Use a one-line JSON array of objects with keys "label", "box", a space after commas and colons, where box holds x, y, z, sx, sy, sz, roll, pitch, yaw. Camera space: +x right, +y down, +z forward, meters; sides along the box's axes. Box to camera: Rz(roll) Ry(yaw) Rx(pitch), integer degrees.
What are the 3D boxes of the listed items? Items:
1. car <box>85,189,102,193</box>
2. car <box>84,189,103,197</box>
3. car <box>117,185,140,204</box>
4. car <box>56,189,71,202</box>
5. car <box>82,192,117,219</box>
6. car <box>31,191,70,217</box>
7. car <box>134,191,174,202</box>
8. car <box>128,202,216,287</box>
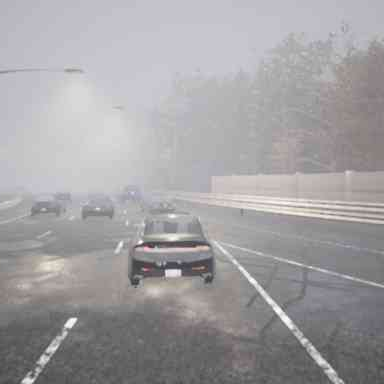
[{"label": "car", "box": [-11.704, 0.536, 39.710, 1.994, 1.385, 4.181, -1, 2, -22]}, {"label": "car", "box": [-17.331, 0.090, 58.447, 1.895, 1.301, 4.718, -1, 2, -32]}, {"label": "car", "box": [-7.293, 0.228, 38.111, 2.150, 2.045, 5.566, -1, 2, -21]}, {"label": "car", "box": [-15.941, 0.427, 40.860, 1.882, 1.535, 5.008, -1, 2, -23]}, {"label": "car", "box": [-6.330, 0.973, 22.734, 1.994, 1.385, 4.181, 0, 2, -12]}, {"label": "car", "box": [-10.186, 0.914, 23.794, 1.812, 1.442, 4.674, 0, 2, -14]}, {"label": "car", "box": [-2.651, 0.890, 25.040, 2.033, 1.411, 5.357, -1, 2, -20]}, {"label": "car", "box": [-0.563, 1.260, 8.718, 2.128, 1.511, 4.902, 0, 2, -5]}]
